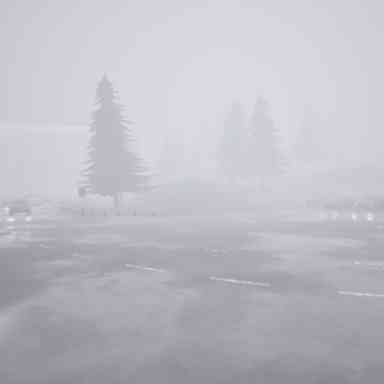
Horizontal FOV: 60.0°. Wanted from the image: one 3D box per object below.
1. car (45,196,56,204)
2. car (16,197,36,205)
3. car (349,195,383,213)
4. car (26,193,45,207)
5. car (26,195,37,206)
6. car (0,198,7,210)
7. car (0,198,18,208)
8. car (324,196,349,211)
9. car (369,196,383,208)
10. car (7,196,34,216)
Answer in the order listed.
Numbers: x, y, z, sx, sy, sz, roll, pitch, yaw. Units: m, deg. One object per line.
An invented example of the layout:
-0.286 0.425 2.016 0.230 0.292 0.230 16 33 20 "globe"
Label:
-26.365 1.412 60.914 1.882 1.535 5.008 0 0 -11 "car"
-29.714 1.551 59.701 1.895 1.301 4.718 0 0 -11 "car"
18.729 1.149 34.414 4.553 1.767 2.097 -1 0 -35 "car"
-24.229 1.175 50.662 2.150 2.045 5.566 0 0 -18 "car"
-20.972 1.458 41.360 2.128 1.511 4.902 0 0 -22 "car"
-24.539 1.529 40.738 2.033 1.411 5.357 0 0 -22 "car"
-27.601 1.569 49.828 1.895 1.301 4.718 0 0 -17 "car"
16.900 1.273 37.407 5.008 1.535 1.882 -1 0 -35 "car"
24.970 1.268 43.072 4.181 1.385 1.994 -1 0 -35 "car"
-17.040 1.479 32.981 1.837 1.490 4.892 0 0 -28 "car"
